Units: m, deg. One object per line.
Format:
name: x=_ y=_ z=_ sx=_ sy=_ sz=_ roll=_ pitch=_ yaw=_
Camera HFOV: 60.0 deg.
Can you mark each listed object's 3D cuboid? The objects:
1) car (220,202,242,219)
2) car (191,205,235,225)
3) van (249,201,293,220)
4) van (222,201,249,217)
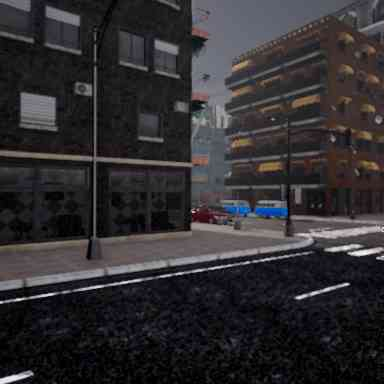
car: x=2.085 y=1.979 z=31.696 sx=1.837 sy=1.490 sz=4.892 roll=0 pitch=-1 yaw=-36
car: x=1.349 y=2.016 z=28.368 sx=1.802 sy=1.307 sz=4.206 roll=-1 pitch=0 yaw=-36
van: x=8.083 y=1.811 z=33.295 sx=1.690 sy=1.788 sz=3.998 roll=-1 pitch=0 yaw=-36
van: x=4.761 y=1.884 z=37.806 sx=1.690 sy=1.788 sz=3.998 roll=-1 pitch=0 yaw=-36
